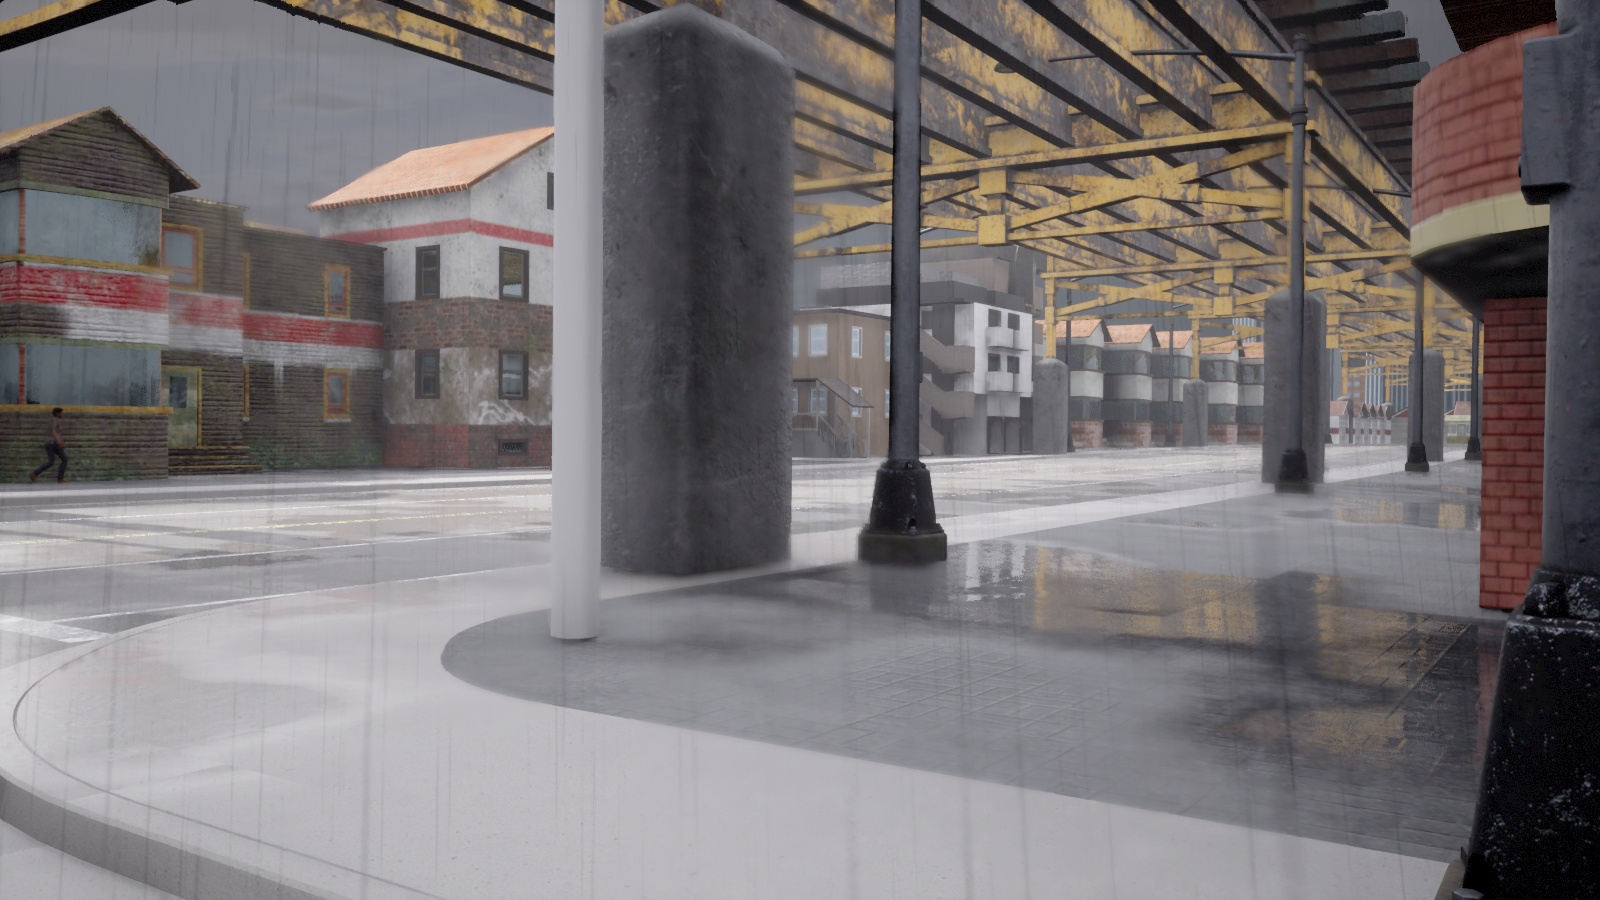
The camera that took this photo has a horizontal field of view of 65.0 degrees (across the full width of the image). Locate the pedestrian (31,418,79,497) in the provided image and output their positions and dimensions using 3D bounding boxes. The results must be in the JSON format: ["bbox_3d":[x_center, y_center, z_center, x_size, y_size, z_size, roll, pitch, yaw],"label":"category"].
[{"bbox_3d":[-17.255,0.155,29.097,0.328,1.805,0.869,0,1,42],"label":"pedestrian"}]
